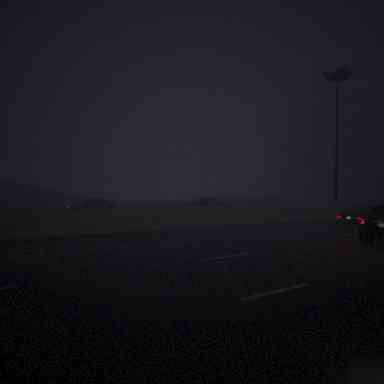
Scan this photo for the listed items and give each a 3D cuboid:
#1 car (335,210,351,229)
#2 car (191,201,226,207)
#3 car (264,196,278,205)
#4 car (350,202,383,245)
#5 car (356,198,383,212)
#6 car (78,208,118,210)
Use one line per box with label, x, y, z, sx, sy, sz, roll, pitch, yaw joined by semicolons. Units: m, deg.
car;10.530;1.429;18.844;5.357;1.411;2.033;0;1;-28
car;0.883;1.186;29.359;5.008;1.535;1.882;0;0;-30
car;9.589;1.209;41.992;4.181;1.385;1.994;0;1;-26
car;8.993;1.275;13.661;4.553;1.767;2.097;0;1;-31
car;20.250;1.332;35.401;5.357;1.411;2.033;0;1;-24
car;-8.484;1.185;27.714;4.674;1.442;1.812;0;1;-32
